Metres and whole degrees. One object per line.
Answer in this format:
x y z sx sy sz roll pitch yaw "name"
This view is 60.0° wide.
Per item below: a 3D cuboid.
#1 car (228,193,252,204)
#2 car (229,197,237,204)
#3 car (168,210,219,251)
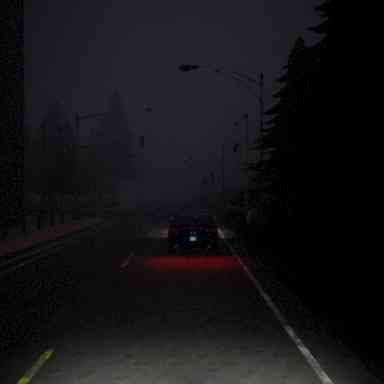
8.450 1.139 58.626 3.866 1.878 1.905 0 0 -1 "car"
8.864 1.137 56.116 4.605 1.855 1.932 0 0 -1 "car"
0.057 1.476 14.089 1.882 1.535 5.008 0 0 1 "car"
